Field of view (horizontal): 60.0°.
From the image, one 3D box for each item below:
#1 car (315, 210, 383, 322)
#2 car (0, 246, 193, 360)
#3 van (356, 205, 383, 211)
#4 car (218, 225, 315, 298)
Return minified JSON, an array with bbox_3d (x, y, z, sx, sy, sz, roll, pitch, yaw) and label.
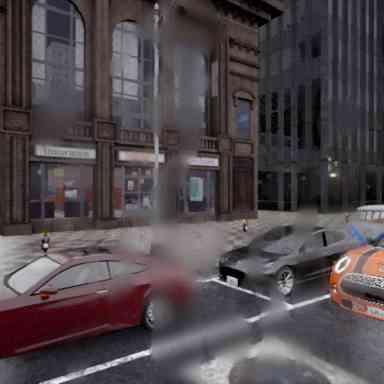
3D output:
[{"bbox_3d":[4.807,1.352,6.666,4.553,1.767,2.097,0,0,-35],"label":"car"},{"bbox_3d":[-1.928,1.582,5.273,4.206,1.307,1.802,0,0,-35],"label":"car"},{"bbox_3d":[7.235,1.341,11.777,3.998,1.788,1.690,0,0,-35],"label":"van"},{"bbox_3d":[2.654,1.566,8.525,4.313,1.339,1.947,0,0,-35],"label":"car"}]
